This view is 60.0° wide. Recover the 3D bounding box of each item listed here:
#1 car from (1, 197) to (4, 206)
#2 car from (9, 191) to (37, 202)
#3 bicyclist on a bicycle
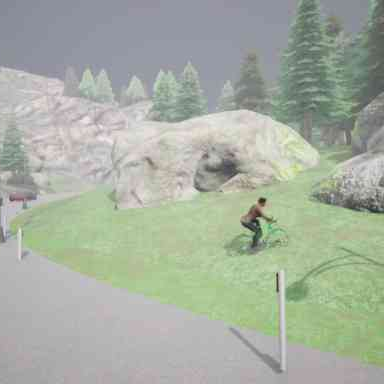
[{"bbox_3d":[-20.914,0.781,34.037,1.882,1.535,5.008,0,2,-11],"label":"car"},{"bbox_3d":[-22.209,0.499,43.875,1.994,1.385,4.181,0,2,0],"label":"car"},{"bbox_3d":[1.826,0.972,9.050,1.656,1.620,0.582,-8,10,-6],"label":"bicyclist on a bicycle"}]
